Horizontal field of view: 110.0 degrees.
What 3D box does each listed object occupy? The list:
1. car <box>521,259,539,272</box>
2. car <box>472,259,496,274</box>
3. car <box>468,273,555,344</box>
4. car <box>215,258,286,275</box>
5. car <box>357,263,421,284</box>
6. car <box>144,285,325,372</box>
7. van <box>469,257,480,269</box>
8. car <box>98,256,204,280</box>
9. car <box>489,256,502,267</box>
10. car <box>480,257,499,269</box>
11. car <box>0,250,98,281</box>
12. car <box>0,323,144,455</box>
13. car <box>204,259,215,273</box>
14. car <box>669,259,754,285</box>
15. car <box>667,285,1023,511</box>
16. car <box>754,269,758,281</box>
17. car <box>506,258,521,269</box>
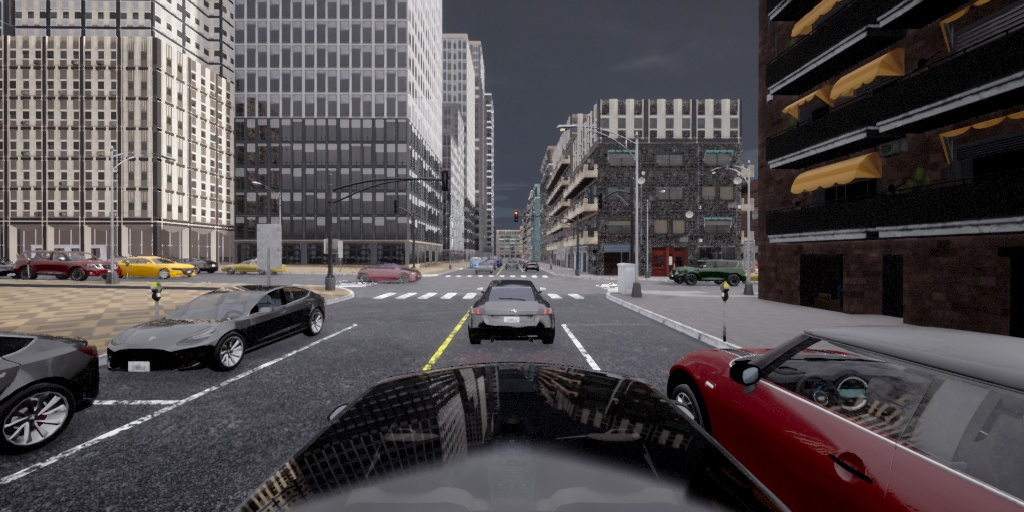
[{"bbox_3d":[2.593,1.320,47.317,1.948,1.339,4.313,0,0,0],"label":"car"},{"bbox_3d":[-3.186,1.354,41.898,1.895,1.301,4.718,0,0,0],"label":"car"},{"bbox_3d":[-0.013,1.314,9.583,1.994,1.385,4.181,0,0,0],"label":"car"},{"bbox_3d":[-22.105,0.880,30.715,4.829,1.417,1.751,0,0,-1],"label":"car"},{"bbox_3d":[-8.492,1.188,25.017,4.181,1.385,1.994,1,0,-1],"label":"car"},{"bbox_3d":[-5.700,1.315,7.653,1.948,1.339,4.313,0,0,0],"label":"car"},{"bbox_3d":[-5.810,1.097,57.264,1.690,1.789,3.998,0,0,0],"label":"van"},{"bbox_3d":[-24.855,0.794,24.797,5.008,1.535,1.882,1,0,-1],"label":"car"},{"bbox_3d":[-3.204,0.980,62.361,2.150,2.045,5.566,0,0,0],"label":"car"},{"bbox_3d":[-3.204,1.260,51.888,1.837,1.490,4.892,0,0,0],"label":"car"},{"bbox_3d":[-27.428,0.591,22.173,5.009,1.841,2.192,0,0,-1],"label":"car"},{"bbox_3d":[-5.688,1.316,2.407,1.948,1.339,4.313,0,0,0],"label":"car"},{"bbox_3d":[-27.550,0.816,30.554,4.313,1.339,1.948,0,0,-1],"label":"car"},{"bbox_3d":[15.524,1.290,28.542,5.566,2.045,2.150,1,0,-1],"label":"car"},{"bbox_3d":[2.693,1.190,2.427,1.967,1.591,4.097,0,0,0],"label":"car"},{"bbox_3d":[21.303,1.698,31.215,4.829,1.417,1.751,0,0,-1],"label":"car"},{"bbox_3d":[-0.019,1.248,56.291,2.128,1.511,4.902,0,0,0],"label":"car"}]
